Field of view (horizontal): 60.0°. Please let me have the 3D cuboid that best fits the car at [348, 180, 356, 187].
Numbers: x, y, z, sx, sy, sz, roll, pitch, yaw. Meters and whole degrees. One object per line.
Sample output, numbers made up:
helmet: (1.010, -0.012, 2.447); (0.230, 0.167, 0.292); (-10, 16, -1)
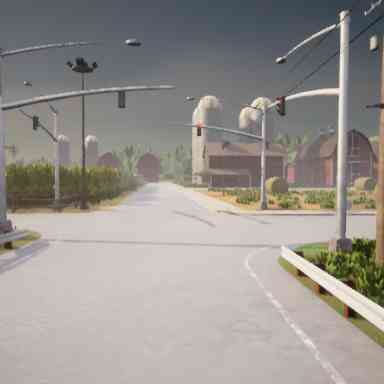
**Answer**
car: (41.102, -2.054, 84.171); (1.905, 1.878, 3.866); (10, 10, 40)
